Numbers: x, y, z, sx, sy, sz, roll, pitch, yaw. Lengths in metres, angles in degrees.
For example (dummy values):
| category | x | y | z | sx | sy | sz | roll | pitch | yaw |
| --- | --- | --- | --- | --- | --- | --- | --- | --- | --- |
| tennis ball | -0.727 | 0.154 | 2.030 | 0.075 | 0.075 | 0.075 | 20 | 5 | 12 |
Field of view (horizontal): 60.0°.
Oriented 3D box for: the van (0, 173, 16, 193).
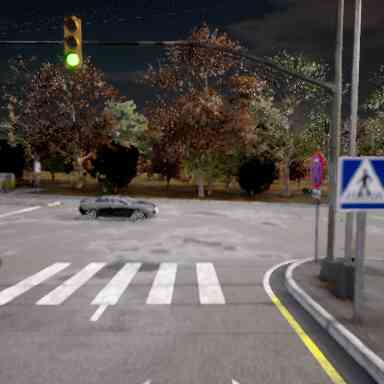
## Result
| category | x | y | z | sx | sy | sz | roll | pitch | yaw |
| --- | --- | --- | --- | --- | --- | --- | --- | --- | --- |
| van | -20.359 | -1.020 | 35.636 | 1.878 | 1.987 | 4.442 | 1 | 4 | -14 |

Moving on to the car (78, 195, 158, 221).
| category | x | y | z | sx | sy | sz | roll | pitch | yaw |
| --- | --- | --- | --- | --- | --- | --- | --- | --- | --- |
| car | -4.619 | 0.942 | 20.887 | 4.902 | 1.511 | 2.128 | 1 | 4 | 4 |
